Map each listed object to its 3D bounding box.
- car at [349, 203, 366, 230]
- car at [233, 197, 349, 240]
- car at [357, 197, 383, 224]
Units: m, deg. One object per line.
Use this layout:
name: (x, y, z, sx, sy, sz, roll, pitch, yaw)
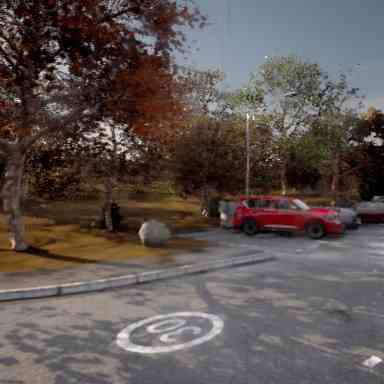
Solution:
car: (7.202, 1.555, 19.408, 4.792, 1.488, 2.163, -1, -1, 32)
car: (4.920, 1.274, 17.590, 5.566, 2.045, 2.435, -1, -1, 32)
car: (11.917, 1.398, 22.976, 4.553, 1.767, 2.185, -1, -1, 32)
